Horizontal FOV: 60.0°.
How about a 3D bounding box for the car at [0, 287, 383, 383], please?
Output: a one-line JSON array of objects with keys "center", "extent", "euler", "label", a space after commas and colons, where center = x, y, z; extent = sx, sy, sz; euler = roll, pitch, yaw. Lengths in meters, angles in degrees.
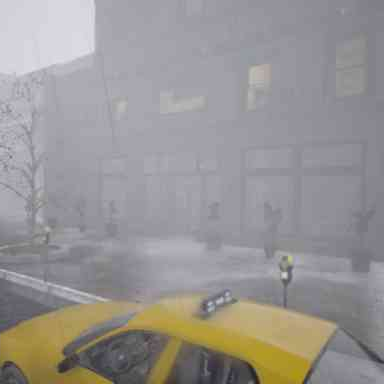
[{"center": [-0.019, 1.518, 2.884], "extent": [4.829, 1.417, 1.752], "euler": [0, 1, 35], "label": "car"}]
